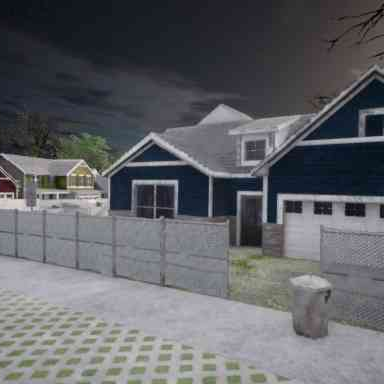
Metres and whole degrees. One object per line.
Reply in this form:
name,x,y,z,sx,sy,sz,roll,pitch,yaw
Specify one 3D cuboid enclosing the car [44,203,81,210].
car,-12.975,1.773,33.541,1.994,1.385,4.181,1,0,19
